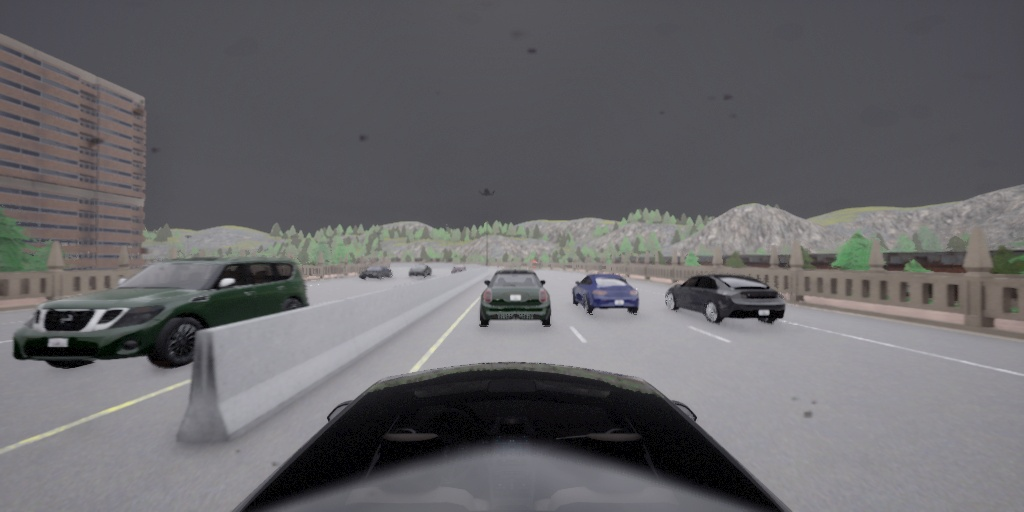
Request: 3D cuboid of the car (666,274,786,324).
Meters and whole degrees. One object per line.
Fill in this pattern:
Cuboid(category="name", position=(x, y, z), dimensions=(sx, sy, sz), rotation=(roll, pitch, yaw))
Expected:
Cuboid(category="car", position=(7.102, 1.378, 12.525), dimensions=(1.837, 1.490, 4.892), rotation=(0, -1, 0))

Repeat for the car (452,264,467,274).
Cuboid(category="car", position=(-7.370, 1.893, 50.978), dimensions=(1.812, 1.442, 4.674), rotation=(0, -1, -3))

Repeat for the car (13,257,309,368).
Cuboid(category="car", position=(-7.100, 1.041, 8.376), dimensions=(2.150, 2.045, 5.566), rotation=(0, -1, 0))

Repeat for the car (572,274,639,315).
Cuboid(category="car", position=(3.603, 1.422, 14.337), dimensions=(1.812, 1.442, 4.674), rotation=(0, -1, 0))

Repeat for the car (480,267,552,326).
Cuboid(category="car", position=(0.102, 1.222, 12.253), dimensions=(2.097, 1.767, 4.553), rotation=(0, -1, 0))

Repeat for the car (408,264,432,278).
Cuboid(category="car", position=(-10.631, 1.728, 41.894), dimensions=(1.882, 1.535, 5.008), rotation=(0, -1, 0))

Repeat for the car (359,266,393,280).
Cuboid(category="car", position=(-14.089, 1.742, 37.542), dimensions=(2.033, 1.411, 5.357), rotation=(0, -1, 0))
